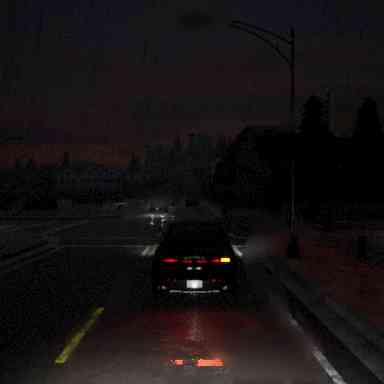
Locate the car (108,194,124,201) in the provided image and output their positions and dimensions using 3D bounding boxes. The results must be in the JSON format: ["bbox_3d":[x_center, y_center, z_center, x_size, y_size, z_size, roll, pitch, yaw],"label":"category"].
[{"bbox_3d":[-17.730,1.179,72.462,5.027,1.636,2.152,0,0,0],"label":"car"}]

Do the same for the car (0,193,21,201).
[{"bbox_3d":[-42.988,1.103,78.862,3.866,1.878,1.905,0,0,0],"label":"car"}]

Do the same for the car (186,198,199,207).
[{"bbox_3d":[0.053,1.608,52.461,1.895,1.301,4.718,0,0,0],"label":"car"}]

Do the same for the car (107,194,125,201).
[{"bbox_3d":[-18.060,1.258,78.879,3.806,1.475,1.970,0,0,0],"label":"car"}]

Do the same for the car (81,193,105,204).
[{"bbox_3d":[-17.717,1.100,59.668,3.866,1.878,1.905,0,0,0],"label":"car"}]

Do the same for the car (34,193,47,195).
[{"bbox_3d":[-35.117,1.123,75.583,4.605,1.855,1.932,0,0,0],"label":"car"}]

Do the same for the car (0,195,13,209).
[{"bbox_3d":[-24.844,1.405,41.151,3.806,1.475,1.970,0,0,0],"label":"car"}]

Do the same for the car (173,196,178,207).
[{"bbox_3d":[-3.630,1.533,51.590,1.812,1.442,4.674,0,0,0],"label":"car"}]

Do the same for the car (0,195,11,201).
[{"bbox_3d":[-43.596,1.387,75.537,3.806,1.475,1.970,0,0,0],"label":"car"}]

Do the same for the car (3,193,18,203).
[{"bbox_3d":[-35.816,1.322,63.126,4.514,1.523,2.007,0,0,0],"label":"car"}]

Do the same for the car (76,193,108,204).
[{"bbox_3d":[-17.302,1.120,56.762,4.605,1.855,1.932,0,0,0],"label":"car"}]

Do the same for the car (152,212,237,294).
[{"bbox_3d":[0.081,1.507,8.811,1.837,1.490,4.892,0,0,1],"label":"car"}]

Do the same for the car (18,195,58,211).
[{"bbox_3d":[-17.420,1.394,38.179,3.633,1.501,1.845,0,0,0],"label":"car"}]

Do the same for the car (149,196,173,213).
[{"bbox_3d":[-3.635,1.495,37.150,2.128,1.511,4.902,0,0,0],"label":"car"}]

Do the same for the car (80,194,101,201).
[{"bbox_3d":[-25.113,1.325,82.535,4.514,1.523,2.007,0,0,0],"label":"car"}]
